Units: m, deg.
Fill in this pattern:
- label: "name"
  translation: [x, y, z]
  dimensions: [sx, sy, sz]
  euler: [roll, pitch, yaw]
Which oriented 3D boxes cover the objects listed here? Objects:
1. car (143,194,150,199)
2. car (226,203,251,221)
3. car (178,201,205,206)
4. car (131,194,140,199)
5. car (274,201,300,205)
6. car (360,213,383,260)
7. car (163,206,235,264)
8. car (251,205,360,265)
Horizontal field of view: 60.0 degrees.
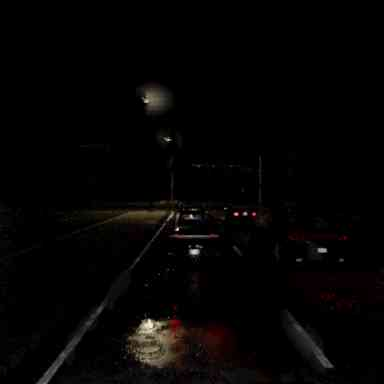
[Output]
- label: "car"
  translation: [-12.065, 1.279, 91.014]
  dimensions: [1.994, 1.385, 4.181]
  euler: [0, 0, 0]
- label: "car"
  translation: [3.478, 1.474, 24.286]
  dimensions: [2.033, 1.411, 5.357]
  euler: [0, 0, 0]
- label: "car"
  translation: [-0.032, 1.427, 25.673]
  dimensions: [1.837, 1.490, 4.892]
  euler: [0, 0, 0]
- label: "car"
  translation: [-15.566, 1.204, 91.049]
  dimensions: [1.882, 1.535, 5.008]
  euler: [0, 0, 0]
- label: "car"
  translation: [6.974, 1.430, 24.770]
  dimensions: [1.837, 1.490, 4.892]
  euler: [0, 0, 0]
- label: "car"
  translation: [7.043, 1.490, 11.987]
  dimensions: [1.812, 1.442, 4.674]
  euler: [0, 0, 0]
- label: "car"
  translation: [0.056, 1.456, 11.715]
  dimensions: [2.128, 1.511, 4.902]
  euler: [0, 0, 0]
- label: "car"
  translation: [3.556, 1.442, 11.590]
  dimensions: [1.882, 1.535, 5.008]
  euler: [0, 0, 0]
